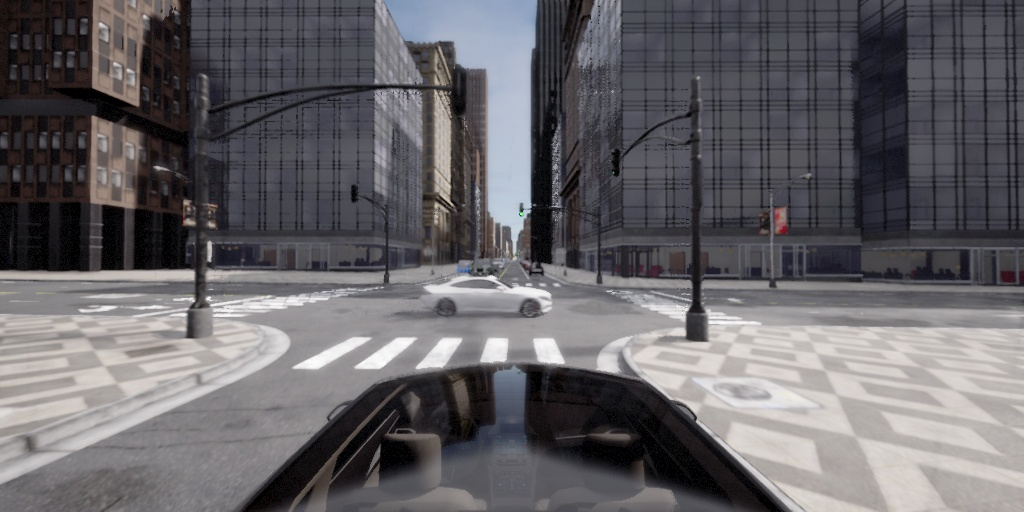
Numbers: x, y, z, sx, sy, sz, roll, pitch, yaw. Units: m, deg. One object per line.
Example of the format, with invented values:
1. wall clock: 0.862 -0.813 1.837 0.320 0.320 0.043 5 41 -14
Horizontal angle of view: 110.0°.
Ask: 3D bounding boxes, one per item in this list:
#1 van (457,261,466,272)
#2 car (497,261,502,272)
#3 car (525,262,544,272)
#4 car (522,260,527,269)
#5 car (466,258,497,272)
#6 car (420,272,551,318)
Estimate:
1. van: -5.614 1.446 43.520 1.690 1.789 3.998 0 0 0
2. car: -2.785 1.766 51.278 1.895 1.301 4.718 0 0 1
3. car: 2.912 1.670 43.459 1.948 1.339 4.313 0 0 0
4. car: 3.033 1.814 60.407 1.802 1.307 4.207 0 0 0
5. car: -2.904 1.259 35.400 2.150 2.045 5.566 0 0 0
6. car: -0.934 1.422 12.950 4.674 1.442 1.812 0 0 0
